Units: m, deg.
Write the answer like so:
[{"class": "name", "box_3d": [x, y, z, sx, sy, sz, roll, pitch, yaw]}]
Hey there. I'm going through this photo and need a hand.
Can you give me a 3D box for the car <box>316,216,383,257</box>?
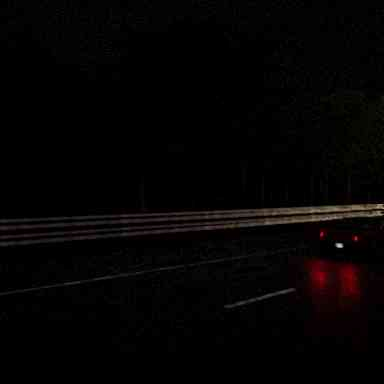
[{"class": "car", "box_3d": [7.051, 1.613, 13.094, 4.718, 1.301, 1.895, 0, 0, -35]}]
